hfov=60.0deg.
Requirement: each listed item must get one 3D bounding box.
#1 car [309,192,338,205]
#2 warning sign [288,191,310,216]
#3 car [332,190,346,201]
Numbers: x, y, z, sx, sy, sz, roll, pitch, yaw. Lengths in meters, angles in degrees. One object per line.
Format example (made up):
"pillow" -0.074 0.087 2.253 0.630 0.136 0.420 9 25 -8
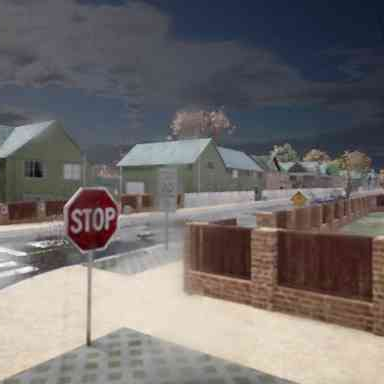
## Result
"car" 15.590 0.974 39.864 1.895 1.301 4.718 1 2 36
"warning sign" 7.986 0.836 24.804 1.300 1.860 1.060 0 0 35
"car" 21.154 0.549 47.842 2.097 1.767 4.553 1 2 35
